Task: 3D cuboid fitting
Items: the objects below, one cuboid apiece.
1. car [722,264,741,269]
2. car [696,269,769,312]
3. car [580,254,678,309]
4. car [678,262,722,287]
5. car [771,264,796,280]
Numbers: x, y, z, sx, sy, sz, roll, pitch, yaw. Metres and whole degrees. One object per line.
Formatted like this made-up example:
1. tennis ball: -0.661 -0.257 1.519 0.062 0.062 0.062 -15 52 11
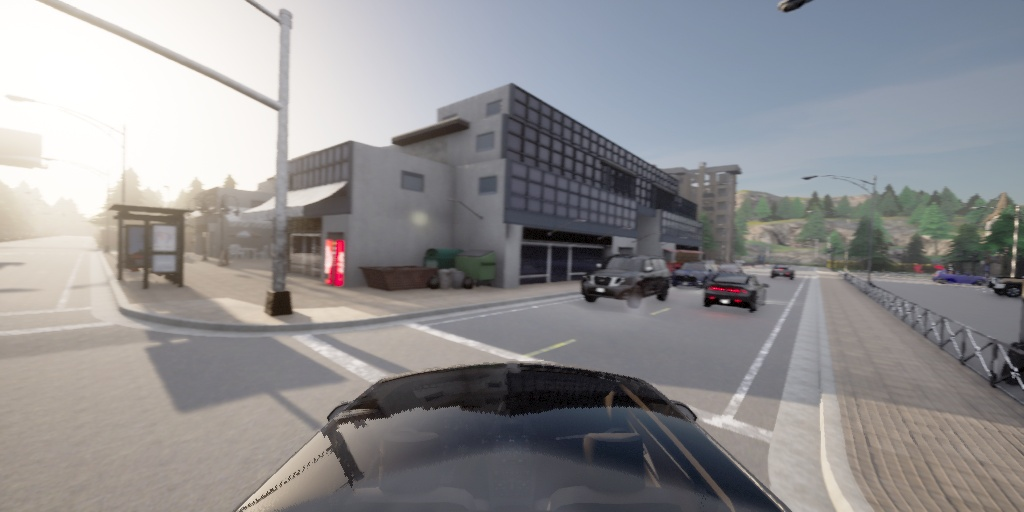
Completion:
1. car: 20.511 1.457 33.795 1.812 1.442 4.674 3 2 41
2. car: 9.703 1.515 15.524 1.837 1.490 4.892 3 1 40
3. car: 5.152 0.964 15.691 2.150 2.045 5.566 3 2 40
4. car: 12.287 1.182 24.119 2.097 1.767 4.553 3 2 40
5. car: 28.978 1.662 38.297 2.128 1.511 4.902 3 2 40
